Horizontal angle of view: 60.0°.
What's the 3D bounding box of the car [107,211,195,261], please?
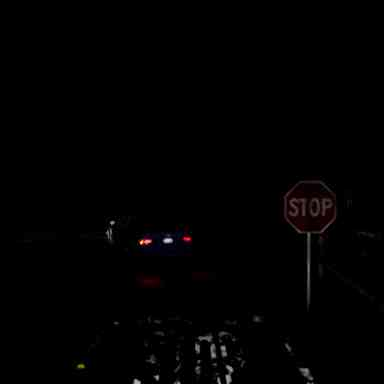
[{"bbox_3d":[-1.669,1.367,11.623,2.033,1.411,5.357,0,1,-23],"label":"car"}]
